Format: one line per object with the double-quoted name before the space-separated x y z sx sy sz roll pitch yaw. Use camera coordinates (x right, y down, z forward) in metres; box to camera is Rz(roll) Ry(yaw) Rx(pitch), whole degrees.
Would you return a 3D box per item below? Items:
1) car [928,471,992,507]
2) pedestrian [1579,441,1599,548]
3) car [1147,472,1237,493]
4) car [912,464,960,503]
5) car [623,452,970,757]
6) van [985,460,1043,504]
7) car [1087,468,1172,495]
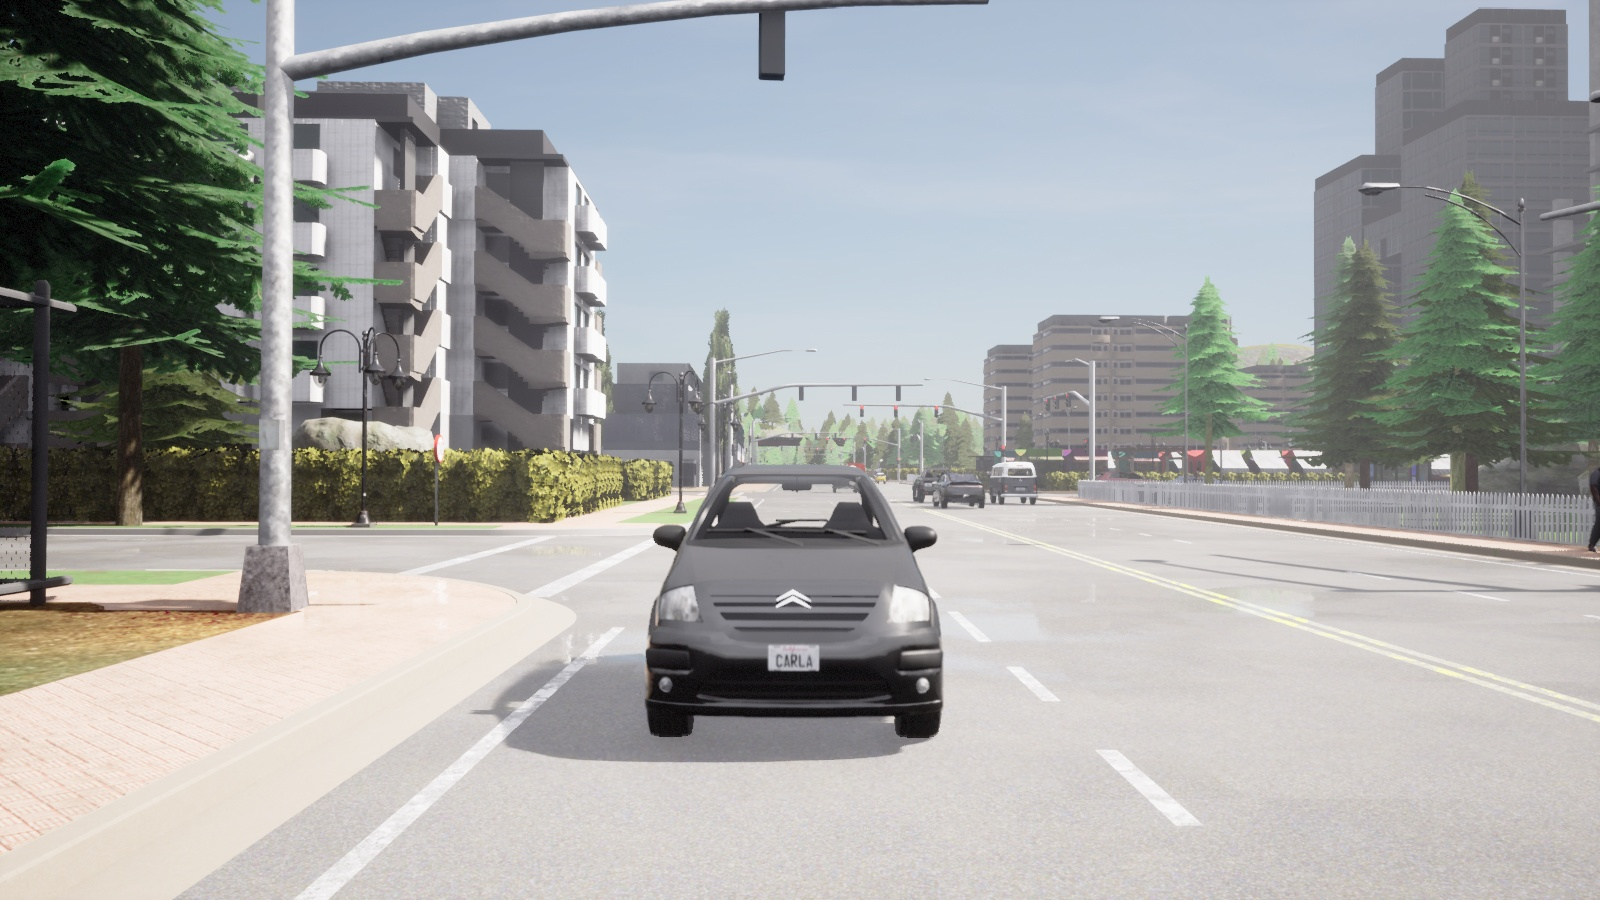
"car" 6.852 1.653 54.297 2.128 1.511 4.902 0 -1 0
"pedestrian" 14.365 0.789 22.282 0.563 1.883 0.849 0 -1 4
"car" 26.166 2.162 83.874 5.357 1.411 2.033 0 -1 -1
"car" 6.823 1.668 63.518 1.932 1.855 4.605 0 -1 0
"car" -0.025 0.859 8.702 1.851 1.617 3.988 0 -1 0
"van" 10.331 1.517 60.932 2.069 2.038 4.480 0 -1 0
"car" 21.028 2.004 80.219 4.856 1.649 2.033 0 -1 -1
